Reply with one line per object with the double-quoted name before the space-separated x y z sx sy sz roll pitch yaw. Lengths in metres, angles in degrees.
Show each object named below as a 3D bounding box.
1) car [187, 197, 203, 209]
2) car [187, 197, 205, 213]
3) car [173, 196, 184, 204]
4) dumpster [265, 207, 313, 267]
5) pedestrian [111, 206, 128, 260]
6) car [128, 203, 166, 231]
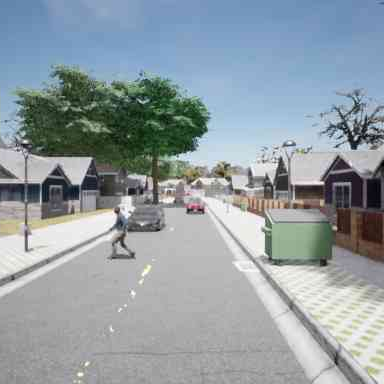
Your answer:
"car" 0.451 1.444 46.363 2.128 1.511 4.902 0 0 1
"car" 0.389 1.568 36.032 1.895 1.301 4.718 0 0 1
"car" -2.329 1.455 60.011 1.812 1.442 4.674 0 0 1
"dumpster" 3.105 1.391 10.903 1.020 1.700 1.940 0 0 0
"pedestrian" -2.387 1.290 10.990 0.375 1.860 0.375 0 0 -10
"car" -2.681 1.488 20.453 1.837 1.490 4.892 0 1 0
